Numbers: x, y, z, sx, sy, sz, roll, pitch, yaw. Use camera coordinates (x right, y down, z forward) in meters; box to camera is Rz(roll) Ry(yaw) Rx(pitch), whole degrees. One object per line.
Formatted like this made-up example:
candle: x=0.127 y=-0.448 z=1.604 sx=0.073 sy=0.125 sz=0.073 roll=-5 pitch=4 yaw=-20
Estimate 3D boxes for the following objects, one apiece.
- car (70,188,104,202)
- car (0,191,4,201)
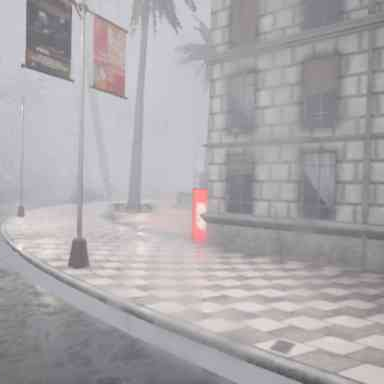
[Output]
car: x=-13.590 y=0.311 z=43.481 sx=2.097 sy=1.767 sz=4.553 roll=2 pitch=1 yaw=29
car: x=-15.264 y=0.602 z=23.319 sx=2.097 sy=1.767 sz=4.553 roll=1 pitch=1 yaw=-14
